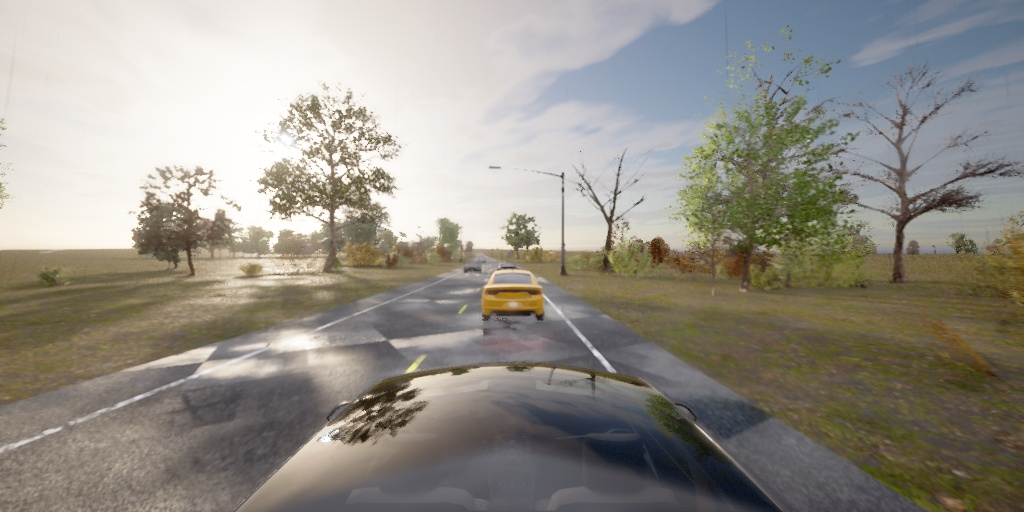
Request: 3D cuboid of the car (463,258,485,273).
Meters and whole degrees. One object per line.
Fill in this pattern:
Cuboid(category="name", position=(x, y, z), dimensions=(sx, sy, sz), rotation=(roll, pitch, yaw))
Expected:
Cuboid(category="car", position=(-4.424, 1.263, 40.897), dimensions=(1.994, 1.385, 4.181), rotation=(0, 0, -2))

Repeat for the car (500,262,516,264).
Cuboid(category="car", position=(-0.354, 1.208, 30.156), dimensions=(2.128, 1.511, 4.902), rotation=(0, 0, -2))

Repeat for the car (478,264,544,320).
Cuboid(category="car", position=(0.013, 1.218, 12.632), dimensions=(1.882, 1.535, 5.008), rotation=(0, 0, -1))
